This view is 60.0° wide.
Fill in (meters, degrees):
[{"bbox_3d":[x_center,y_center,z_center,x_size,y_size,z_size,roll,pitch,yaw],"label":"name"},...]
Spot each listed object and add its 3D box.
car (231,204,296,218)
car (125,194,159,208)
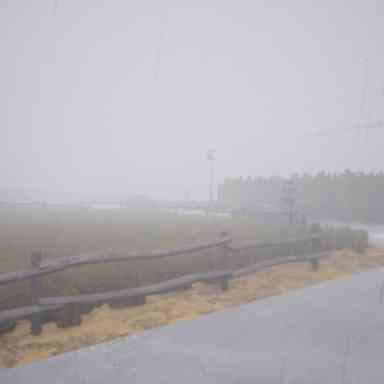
[{"bbox_3d":[4.990,1.539,23.275,2.033,1.411,5.357,0,0,-35],"label":"car"},{"bbox_3d":[-5.912,1.213,38.663,2.150,2.045,5.566,0,0,-35],"label":"car"}]
